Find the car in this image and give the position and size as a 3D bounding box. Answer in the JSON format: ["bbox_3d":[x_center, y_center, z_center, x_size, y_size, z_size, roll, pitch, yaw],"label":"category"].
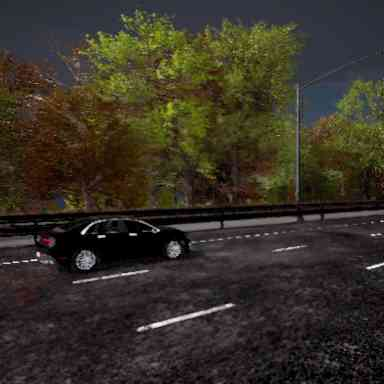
[{"bbox_3d":[-2.314,1.491,10.693,4.892,1.490,1.837,0,0,-35],"label":"car"}]
